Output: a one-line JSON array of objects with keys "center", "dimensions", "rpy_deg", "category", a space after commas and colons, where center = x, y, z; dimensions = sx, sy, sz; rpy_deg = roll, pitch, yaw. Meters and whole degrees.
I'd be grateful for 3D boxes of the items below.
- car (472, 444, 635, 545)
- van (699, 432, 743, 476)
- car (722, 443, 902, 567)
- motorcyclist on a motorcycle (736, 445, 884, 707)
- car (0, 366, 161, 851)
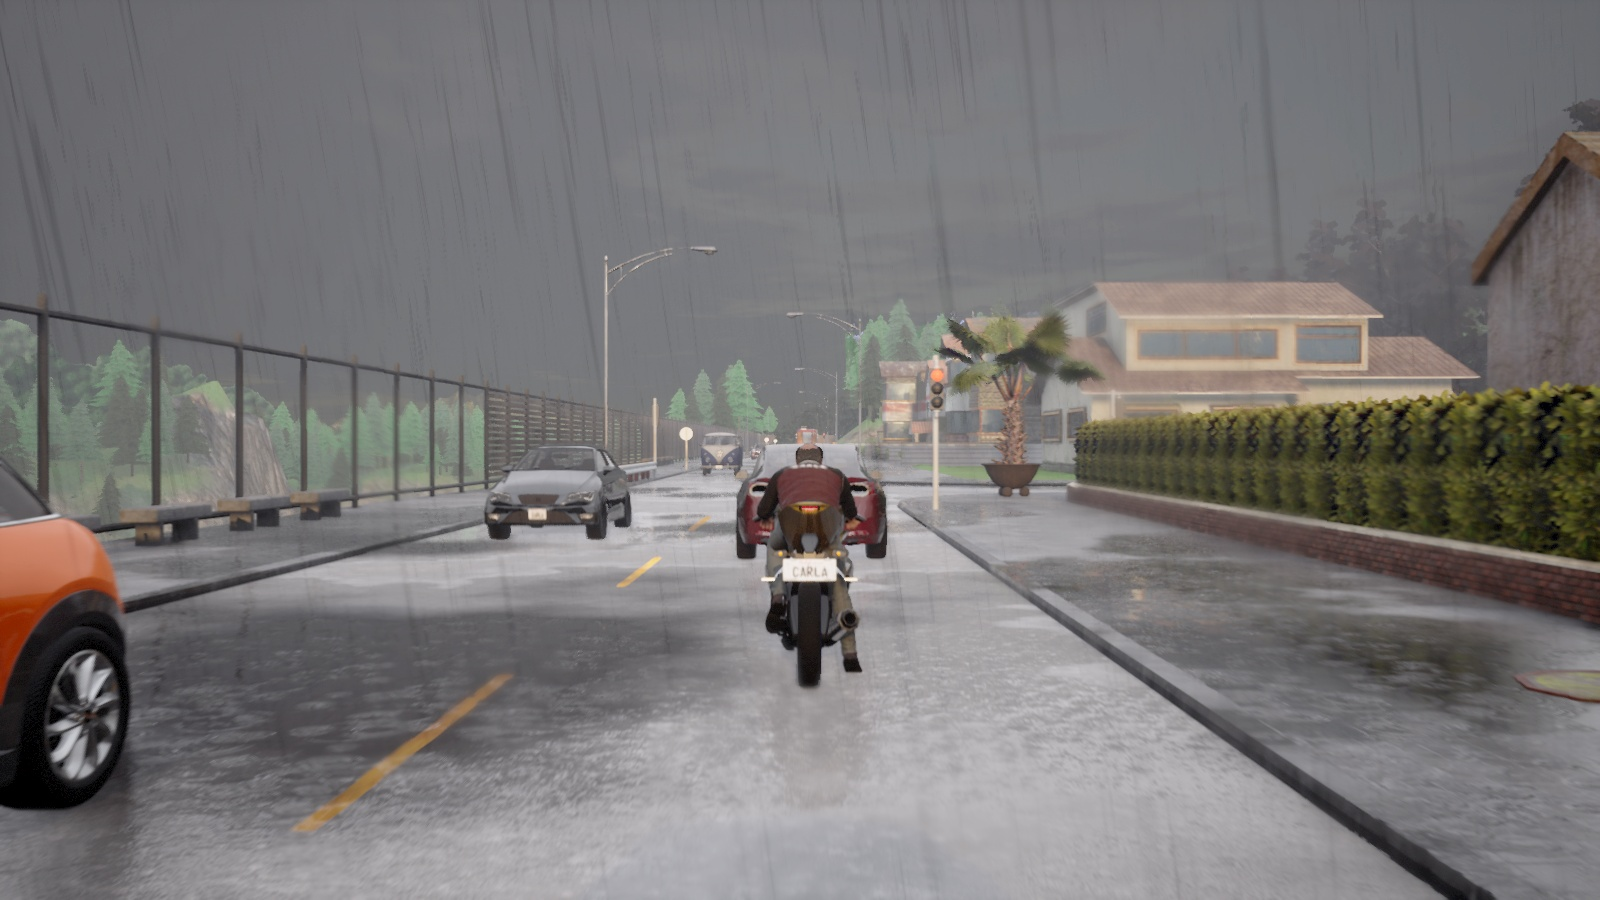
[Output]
[{"center": [-3.875, 0.642, 20.470], "dimensions": [1.816, 1.474, 4.193], "rpy_deg": [0, 0, 0], "category": "car"}, {"center": [-3.658, 0.164, 58.913], "dimensions": [1.775, 1.987, 4.442], "rpy_deg": [0, 0, 0], "category": "van"}, {"center": [0.136, 0.648, 17.476], "dimensions": [2.163, 1.488, 4.792], "rpy_deg": [0, 0, 0], "category": "car"}, {"center": [0.062, 0.734, 8.457], "dimensions": [0.866, 1.530, 2.191], "rpy_deg": [0, 0, 0], "category": "motorcyclist on a motorcycle"}, {"center": [-3.966, 0.582, 3.432], "dimensions": [2.097, 1.767, 4.553], "rpy_deg": [0, 0, 0], "category": "car"}]
